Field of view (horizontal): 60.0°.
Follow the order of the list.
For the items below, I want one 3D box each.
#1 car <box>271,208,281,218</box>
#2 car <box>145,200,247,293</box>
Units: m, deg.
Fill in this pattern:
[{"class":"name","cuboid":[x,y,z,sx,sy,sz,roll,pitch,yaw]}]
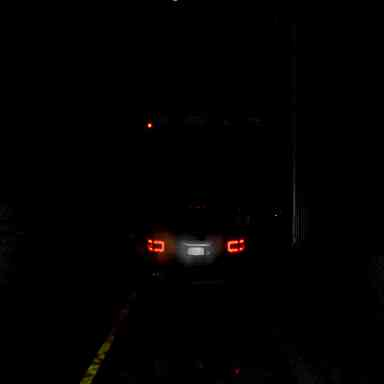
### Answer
[{"class":"car","cuboid":[9.050,1.588,27.643,4.718,1.301,1.895,0,0,-10]},{"class":"car","cuboid":[0.080,1.222,9.021,2.150,2.045,5.566,0,0,0]}]
